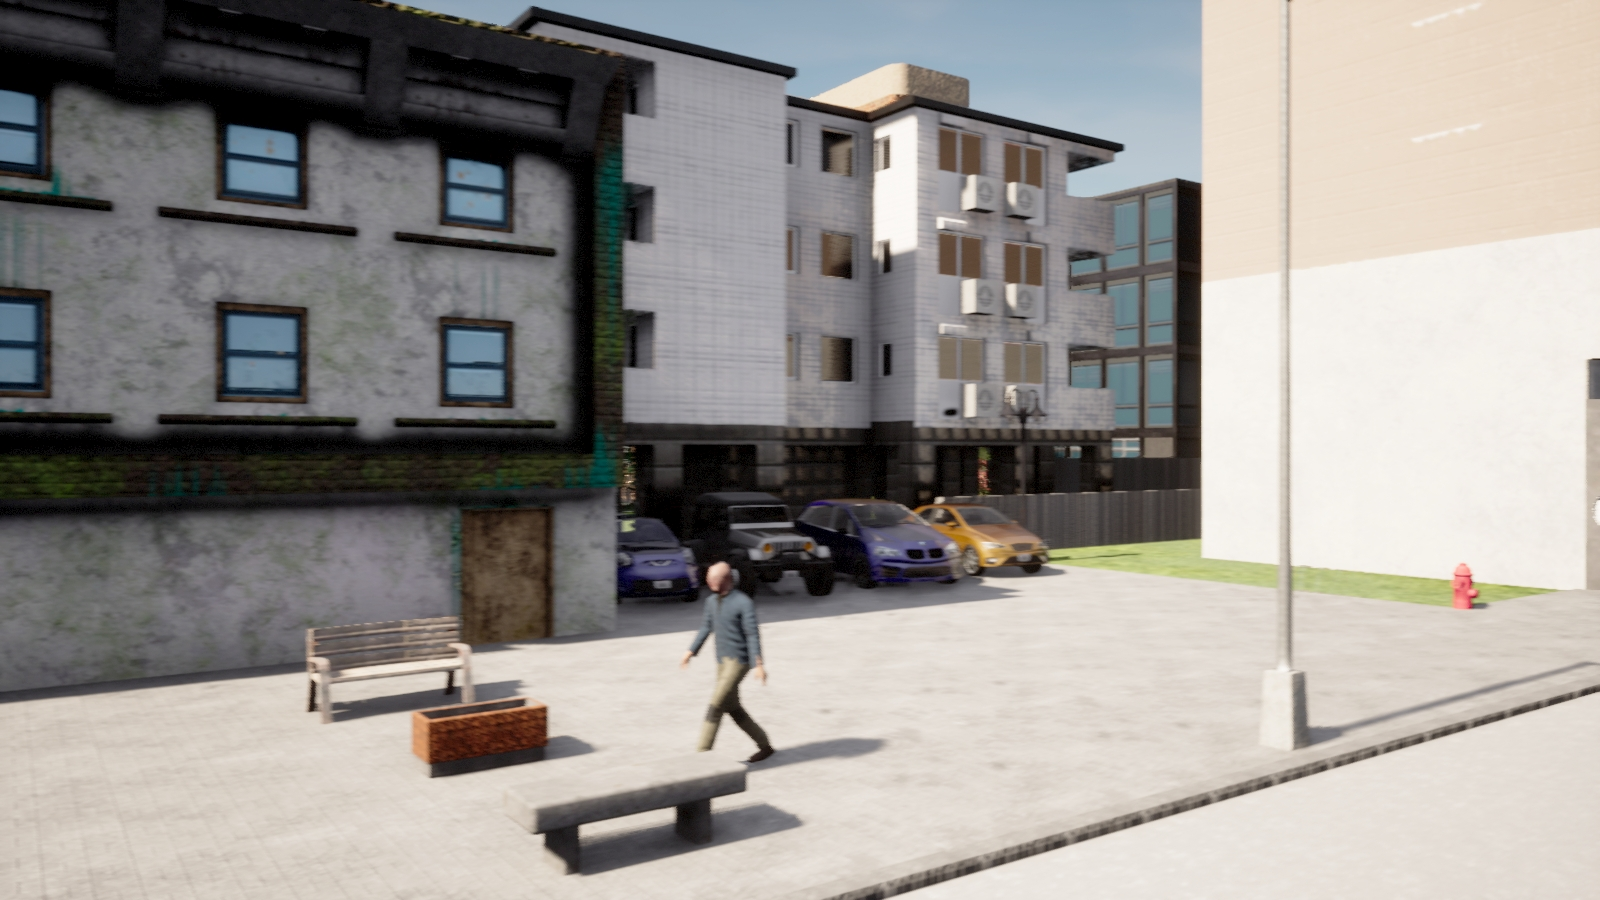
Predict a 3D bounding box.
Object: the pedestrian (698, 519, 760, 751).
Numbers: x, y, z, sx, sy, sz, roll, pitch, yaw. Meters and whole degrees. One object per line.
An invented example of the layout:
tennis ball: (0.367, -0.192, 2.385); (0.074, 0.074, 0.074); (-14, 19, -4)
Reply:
pedestrian: (-0.600, 1.524, 9.576); (0.375, 1.860, 0.375); (0, 0, -36)
